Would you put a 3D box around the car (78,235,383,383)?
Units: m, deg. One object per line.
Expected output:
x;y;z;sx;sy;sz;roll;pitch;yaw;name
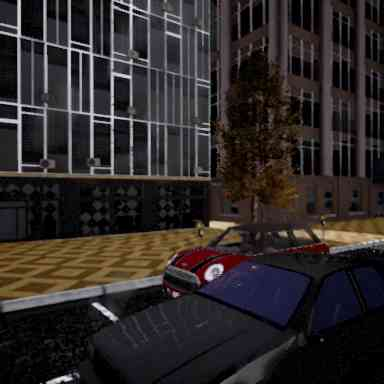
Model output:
1.420;1.567;4.395;5.357;1.411;2.033;0;0;-36;car

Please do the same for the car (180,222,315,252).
1.332;1.470;7.525;4.097;1.590;1.967;0;-1;-36;car
